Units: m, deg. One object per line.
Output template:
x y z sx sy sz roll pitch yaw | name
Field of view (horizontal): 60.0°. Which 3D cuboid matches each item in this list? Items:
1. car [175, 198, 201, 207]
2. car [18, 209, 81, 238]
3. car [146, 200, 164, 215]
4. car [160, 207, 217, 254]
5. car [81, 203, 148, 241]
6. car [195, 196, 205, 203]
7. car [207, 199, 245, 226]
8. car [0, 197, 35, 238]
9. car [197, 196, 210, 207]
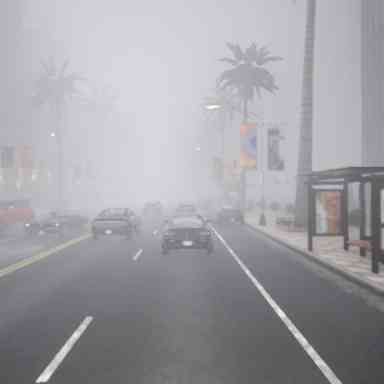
-0.558 1.595 31.942 2.128 1.511 4.902 0 0 -1 | car
-7.401 1.699 18.510 1.895 1.301 4.718 0 0 -1 | car
-4.144 1.626 35.872 2.128 1.511 4.902 0 0 -1 | car
-0.194 1.570 13.560 1.812 1.442 4.674 0 0 -1 | car
-3.750 1.565 17.154 2.128 1.511 4.902 0 0 -1 | car
1.816 1.740 75.426 2.161 1.482 4.786 0 0 -1 | car
2.597 1.543 24.127 2.231 1.521 4.892 0 0 -1 | car
-10.905 1.341 18.826 2.150 2.045 5.566 0 -1 -1 | car
1.977 1.512 53.495 2.185 1.767 4.553 0 0 -1 | car
